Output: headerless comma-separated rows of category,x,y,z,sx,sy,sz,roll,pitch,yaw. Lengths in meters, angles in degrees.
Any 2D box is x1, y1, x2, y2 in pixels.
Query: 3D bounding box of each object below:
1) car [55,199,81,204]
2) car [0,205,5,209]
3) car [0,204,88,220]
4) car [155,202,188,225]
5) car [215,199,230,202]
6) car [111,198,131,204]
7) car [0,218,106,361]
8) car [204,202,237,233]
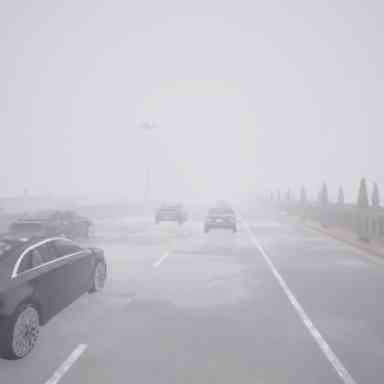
car,-14.265,1.523,37.906,1.994,1.385,4.181,0,0,6
car,-18.631,1.488,29.464,1.994,1.385,4.181,0,0,6
car,-5.826,1.473,14.341,1.837,1.490,4.892,0,0,5
car,-1.394,1.487,23.986,2.128,1.511,4.902,0,0,6
car,3.803,1.576,41.205,1.812,1.442,4.674,0,0,6
car,-9.842,1.526,46.802,1.812,1.442,4.674,0,0,6
car,-3.027,1.471,5.916,2.128,1.511,4.902,0,0,4
car,1.722,1.552,19.940,2.033,1.411,5.357,0,0,6
